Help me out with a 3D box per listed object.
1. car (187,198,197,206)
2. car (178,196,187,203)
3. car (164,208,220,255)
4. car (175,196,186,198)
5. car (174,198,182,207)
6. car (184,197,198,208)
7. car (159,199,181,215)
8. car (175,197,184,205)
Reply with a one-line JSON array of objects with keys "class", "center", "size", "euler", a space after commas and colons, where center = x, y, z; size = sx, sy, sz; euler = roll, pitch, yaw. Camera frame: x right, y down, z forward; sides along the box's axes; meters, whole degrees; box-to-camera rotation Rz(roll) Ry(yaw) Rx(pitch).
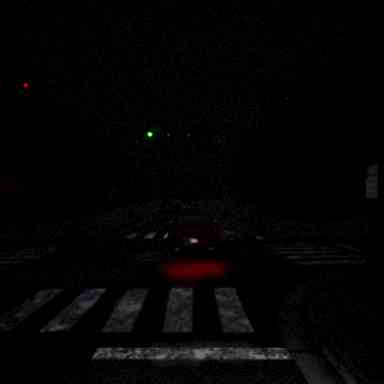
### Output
[{"class": "car", "center": [0.016, 2.034, 66.295], "size": [1.812, 1.442, 4.674], "euler": [0, 0, 0]}, {"class": "car", "center": [-2.593, 2.047, 92.315], "size": [2.192, 1.841, 5.009], "euler": [1, -1, 0]}, {"class": "car", "center": [0.070, 1.597, 13.855], "size": [1.882, 1.535, 5.008], "euler": [-1, -2, 0]}, {"class": "car", "center": [-2.732, 1.782, 72.508], "size": [2.150, 2.045, 5.566], "euler": [0, 0, 0]}, {"class": "car", "center": [-2.609, 1.859, 42.523], "size": [1.887, 1.381, 4.507], "euler": [1, 0, 0]}, {"class": "car", "center": [0.070, 1.990, 56.692], "size": [1.994, 1.385, 4.181], "euler": [0, 0, 1]}, {"class": "car", "center": [-2.611, 1.837, 36.991], "size": [1.947, 1.339, 4.313], "euler": [1, 0, 0]}, {"class": "car", "center": [-2.606, 2.028, 59.119], "size": [1.802, 1.307, 4.206], "euler": [1, 0, 0]}]
